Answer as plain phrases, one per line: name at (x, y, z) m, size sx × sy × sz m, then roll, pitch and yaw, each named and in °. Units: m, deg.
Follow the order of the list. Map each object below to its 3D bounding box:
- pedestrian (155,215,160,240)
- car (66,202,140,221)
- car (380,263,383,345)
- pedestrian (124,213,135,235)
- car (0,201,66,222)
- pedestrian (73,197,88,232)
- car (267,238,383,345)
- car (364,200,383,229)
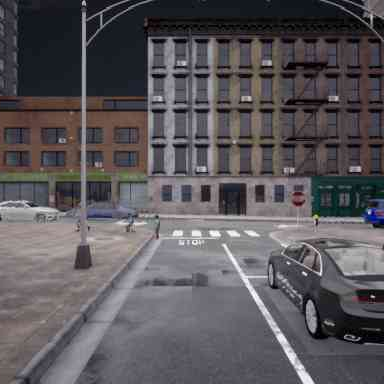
pedestrian at (-1.648, 1.676, 15.666) m, size 0.500 × 1.100 × 0.500 m, roll 0°, pitch 0°, yaw 0°
car at (-6.769, 1.453, 25.494) m, size 5.357 × 1.411 × 2.033 m, roll 1°, pitch 0°, yaw 0°
car at (2.644, 1.440, 0.845) m, size 1.967 × 1.590 × 4.097 m, roll 0°, pitch 0°, yaw 0°
pedestrian at (-3.014, 1.523, 16.262) m, size 0.500 × 1.100 × 0.500 m, roll 0°, pitch 0°, yaw 0°
car at (-11.427, 1.320, 22.561) m, size 4.674 × 1.442 × 1.812 m, roll 1°, pitch 0°, yaw 0°
pedestrian at (-5.646, 1.086, 16.869) m, size 0.375 × 1.860 × 0.375 m, roll 0°, pitch 0°, yaw 0°
car at (2.638, 1.552, 6.349) m, size 2.008 × 1.369 × 4.403 m, roll 0°, pitch 0°, yaw 0°
car at (14.646, 1.573, 22.473) m, size 5.566 × 2.045 × 2.150 m, roll 1°, pitch 0°, yaw 0°
